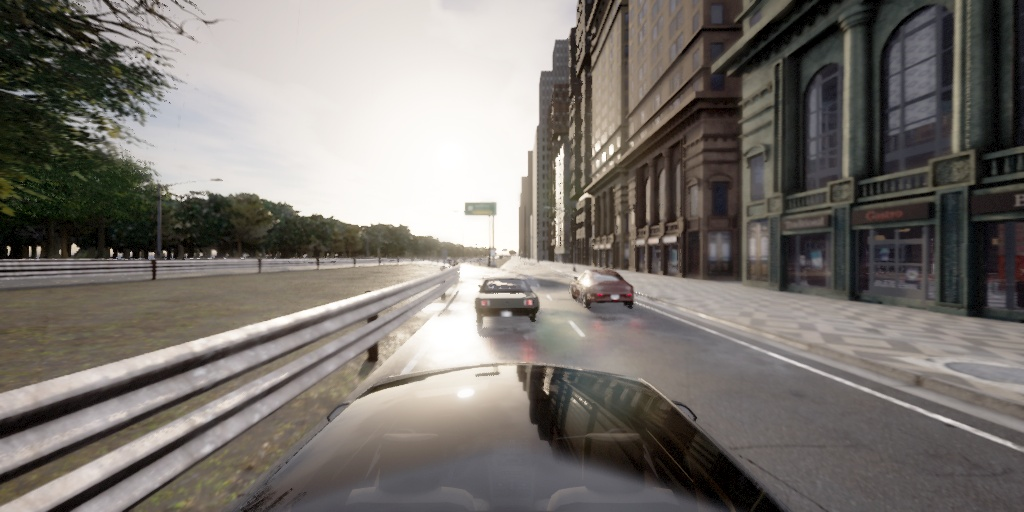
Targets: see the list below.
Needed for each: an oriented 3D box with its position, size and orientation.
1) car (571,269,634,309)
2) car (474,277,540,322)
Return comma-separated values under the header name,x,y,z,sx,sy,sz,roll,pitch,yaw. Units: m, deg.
name,x,y,z,sx,sy,sz,roll,pitch,yaw
car,3.636,1.275,14.922,1.812,1.442,4.674,0,0,0
car,-0.248,1.351,12.313,1.895,1.301,4.718,0,0,-3
